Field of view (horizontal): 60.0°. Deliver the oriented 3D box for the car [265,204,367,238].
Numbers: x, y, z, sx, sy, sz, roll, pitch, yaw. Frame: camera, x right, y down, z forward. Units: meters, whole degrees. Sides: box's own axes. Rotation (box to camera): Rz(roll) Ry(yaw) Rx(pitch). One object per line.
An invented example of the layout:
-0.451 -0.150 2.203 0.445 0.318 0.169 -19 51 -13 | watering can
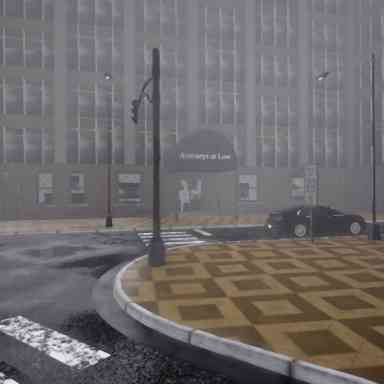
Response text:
5.958 1.324 15.990 4.892 1.490 1.837 0 0 -14 | car
